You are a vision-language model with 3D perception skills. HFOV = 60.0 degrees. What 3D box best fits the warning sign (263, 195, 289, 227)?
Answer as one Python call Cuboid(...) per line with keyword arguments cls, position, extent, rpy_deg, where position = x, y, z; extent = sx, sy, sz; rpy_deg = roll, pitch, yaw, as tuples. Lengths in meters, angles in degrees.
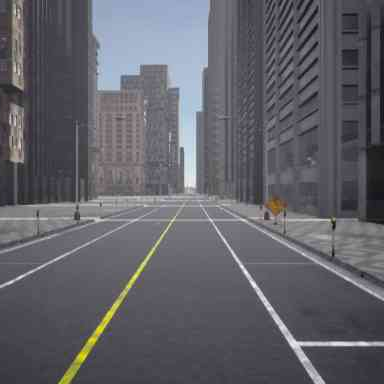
Cuboid(cls="warning sign", position=(5.071, 1.111, 20.154), extent=(1.300, 1.860, 1.060), rpy_deg=(0, 0, 0))
